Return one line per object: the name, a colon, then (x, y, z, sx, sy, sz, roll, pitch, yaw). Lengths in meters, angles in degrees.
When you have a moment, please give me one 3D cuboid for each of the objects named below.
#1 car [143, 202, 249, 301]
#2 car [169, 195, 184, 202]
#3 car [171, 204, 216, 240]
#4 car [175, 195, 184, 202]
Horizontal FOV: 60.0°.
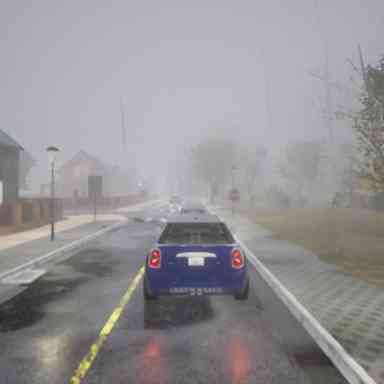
car: (0.085, 1.310, 8.392, 2.097, 1.767, 4.553, 0, 0, 0)
car: (-2.773, 1.328, 55.965, 1.812, 1.442, 4.674, 0, 0, 1)
car: (0.067, 1.464, 17.822, 2.033, 1.411, 5.357, 0, 0, 0)
car: (-2.688, 1.306, 71.193, 1.812, 1.442, 4.674, 0, 0, 0)
